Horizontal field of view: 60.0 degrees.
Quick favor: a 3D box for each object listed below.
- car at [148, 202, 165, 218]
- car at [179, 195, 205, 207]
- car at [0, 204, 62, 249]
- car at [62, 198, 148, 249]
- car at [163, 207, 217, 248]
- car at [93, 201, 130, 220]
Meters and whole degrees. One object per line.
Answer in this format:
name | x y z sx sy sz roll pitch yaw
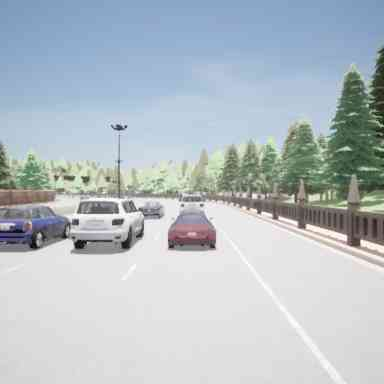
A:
car | -3.500 1.563 29.650 2.033 1.411 5.357 0 0 0
car | 0.000 1.258 29.680 2.150 2.045 5.566 0 0 0
car | -7.000 1.366 14.620 2.097 1.767 4.553 0 0 0
car | -3.500 1.258 14.680 2.150 2.045 5.566 0 0 0
car | 0.000 1.573 14.650 1.994 1.385 4.181 0 0 0
car | -7.000 1.563 29.650 2.033 1.411 5.357 0 0 0
